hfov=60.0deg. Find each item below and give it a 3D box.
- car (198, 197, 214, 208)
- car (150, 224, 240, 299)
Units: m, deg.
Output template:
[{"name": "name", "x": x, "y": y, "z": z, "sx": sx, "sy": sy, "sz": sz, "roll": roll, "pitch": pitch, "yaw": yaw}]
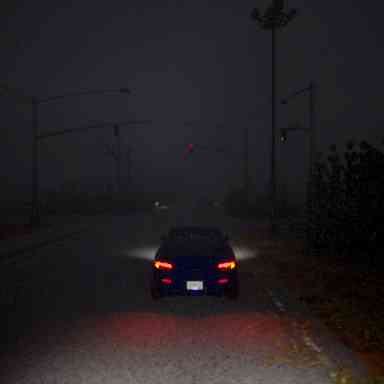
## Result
[{"name": "car", "x": 1.823, "y": 1.270, "z": 43.061, "sx": 1.895, "sy": 1.301, "sz": 4.718, "roll": 0, "pitch": 3, "yaw": 6}, {"name": "car", "x": 0.075, "y": 1.528, "z": 8.340, "sx": 1.812, "sy": 1.442, "sz": 4.674, "roll": 0, "pitch": 0, "yaw": 1}]
